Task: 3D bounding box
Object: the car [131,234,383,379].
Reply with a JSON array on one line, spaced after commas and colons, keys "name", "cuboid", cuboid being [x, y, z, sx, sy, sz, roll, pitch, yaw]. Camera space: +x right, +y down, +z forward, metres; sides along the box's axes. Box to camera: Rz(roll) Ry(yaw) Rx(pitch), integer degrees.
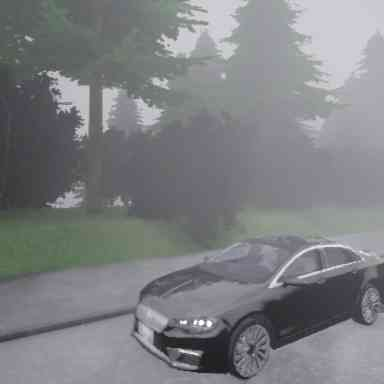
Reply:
[{"name": "car", "cuboid": [1.415, 1.530, 5.615, 4.902, 1.511, 2.128, 1, 0, -35]}]
